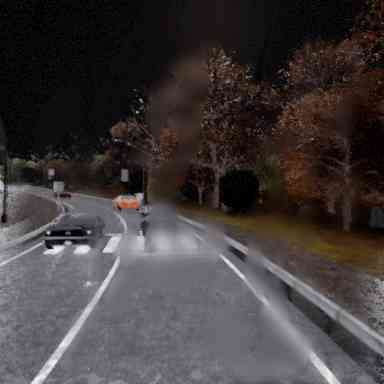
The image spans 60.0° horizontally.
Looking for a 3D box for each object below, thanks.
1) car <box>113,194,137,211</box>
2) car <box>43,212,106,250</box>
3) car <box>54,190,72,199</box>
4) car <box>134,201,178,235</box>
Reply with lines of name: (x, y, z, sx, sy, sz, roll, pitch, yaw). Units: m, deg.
car: (-7.264, 1.028, 36.053, 2.097, 1.767, 4.553, 1, 1, -22)
car: (-4.880, 1.556, 14.375, 1.895, 1.301, 4.718, 0, 0, -9)
car: (-20.485, 0.407, 52.780, 1.895, 1.301, 4.718, 2, 2, -35)
car: (-1.954, 1.442, 18.664, 2.128, 1.511, 4.902, 0, 0, -11)
